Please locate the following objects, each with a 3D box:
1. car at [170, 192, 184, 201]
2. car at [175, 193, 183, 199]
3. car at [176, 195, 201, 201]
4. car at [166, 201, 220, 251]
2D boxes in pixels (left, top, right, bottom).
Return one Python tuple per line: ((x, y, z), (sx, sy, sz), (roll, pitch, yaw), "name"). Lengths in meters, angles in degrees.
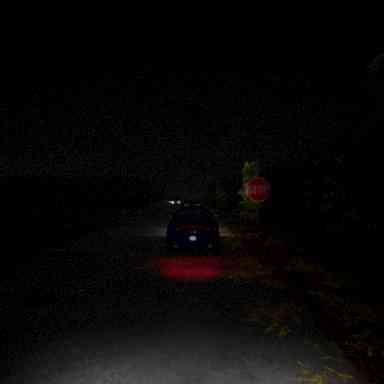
((-3.136, 1.138, 65.384), (1.994, 1.385, 4.181), (0, -1, 0), "car")
((-3.126, 0.887, 80.756), (1.837, 1.490, 4.892), (0, 0, 0), "car")
((0.030, 1.228, 28.014), (2.128, 1.511, 4.902), (0, -1, 1), "car")
((0.042, 1.347, 13.454), (1.882, 1.535, 5.008), (0, 1, 0), "car")
